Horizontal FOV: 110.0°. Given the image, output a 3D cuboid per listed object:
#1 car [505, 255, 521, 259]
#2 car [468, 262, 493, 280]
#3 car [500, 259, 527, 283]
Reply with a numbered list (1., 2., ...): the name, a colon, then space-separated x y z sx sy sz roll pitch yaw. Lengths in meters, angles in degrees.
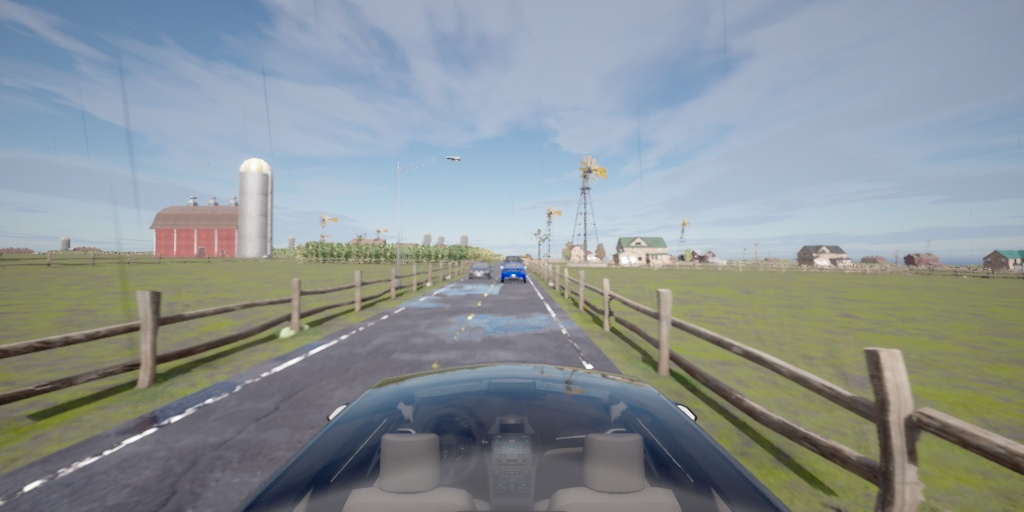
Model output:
1. car: 0.153 0.949 40.169 2.150 2.045 5.566 0 0 1
2. car: -2.675 1.250 31.464 1.812 1.442 4.674 0 0 0
3. car: 0.130 1.208 27.664 1.882 1.535 5.008 0 0 0
